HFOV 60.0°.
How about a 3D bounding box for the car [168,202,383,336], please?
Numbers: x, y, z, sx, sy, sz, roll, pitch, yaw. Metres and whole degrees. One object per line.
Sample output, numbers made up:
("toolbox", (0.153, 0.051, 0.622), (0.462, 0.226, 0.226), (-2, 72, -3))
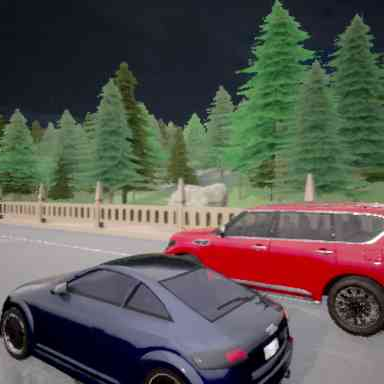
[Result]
("car", (1.926, 1.229, 6.918), (5.566, 2.045, 2.150), (0, 0, 35))

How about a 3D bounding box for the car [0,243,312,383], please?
("car", (-0.812, 1.573, 4.569), (4.181, 1.385, 1.994), (0, 0, 35))
